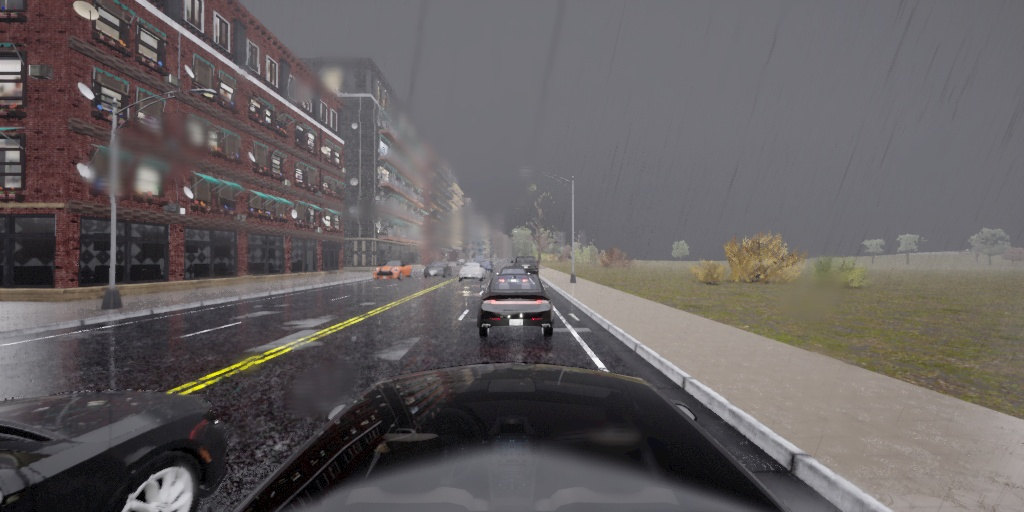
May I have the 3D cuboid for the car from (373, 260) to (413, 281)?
[{"bbox_3d":[-9.899,1.105,30.087,2.097,1.767,4.553,0,0,0],"label":"car"}]

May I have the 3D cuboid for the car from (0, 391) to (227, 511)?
[{"bbox_3d":[-3.148,1.253,0.801,1.837,1.490,4.892,0,-1,0],"label":"car"}]

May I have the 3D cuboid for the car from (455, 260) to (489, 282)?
[{"bbox_3d":[-3.198,1.280,29.341,1.812,1.442,4.674,0,-1,0],"label":"car"}]

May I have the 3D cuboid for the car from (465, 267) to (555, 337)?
[{"bbox_3d":[0.087,1.243,10.292,2.128,1.511,4.902,0,0,0],"label":"car"}]

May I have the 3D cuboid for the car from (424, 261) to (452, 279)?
[{"bbox_3d":[-6.653,1.245,32.523,2.128,1.511,4.902,0,0,0],"label":"car"}]

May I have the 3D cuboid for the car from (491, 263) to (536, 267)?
[{"bbox_3d":[0.072,1.300,20.732,2.033,1.411,5.357,0,0,0],"label":"car"}]

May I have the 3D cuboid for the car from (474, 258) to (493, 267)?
[{"bbox_3d":[-3.219,1.301,44.508,2.033,1.411,5.357,0,0,0],"label":"car"}]

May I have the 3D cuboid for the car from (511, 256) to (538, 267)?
[{"bbox_3d":[1.088,0.979,30.944,2.150,2.045,5.566,0,0,0],"label":"car"}]
